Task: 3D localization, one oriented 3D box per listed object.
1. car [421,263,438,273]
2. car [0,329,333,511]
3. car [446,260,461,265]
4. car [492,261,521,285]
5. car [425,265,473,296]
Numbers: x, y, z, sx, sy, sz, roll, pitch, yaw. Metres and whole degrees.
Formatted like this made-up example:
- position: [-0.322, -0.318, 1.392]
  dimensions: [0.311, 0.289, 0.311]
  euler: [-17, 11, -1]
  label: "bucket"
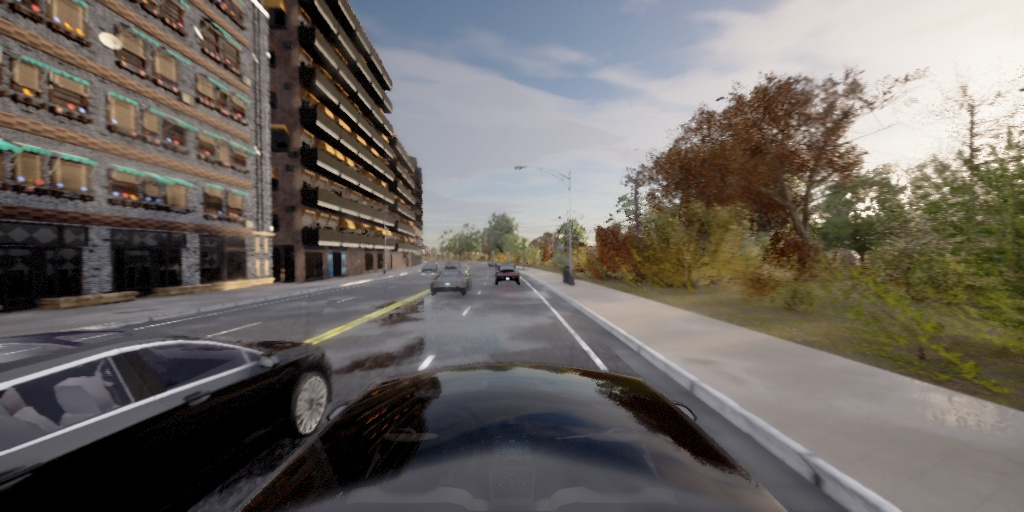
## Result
- position: [-11.552, 1.665, 50.898]
  dimensions: [2.033, 1.411, 5.357]
  euler: [-1, 0, -4]
  label: "car"
- position: [-3.175, 1.296, 2.595]
  dimensions: [2.128, 1.511, 4.902]
  euler: [-1, 0, 0]
  label: "car"
- position: [-8.345, 1.418, 51.305]
  dimensions: [2.097, 1.767, 4.553]
  euler: [-1, 0, -4]
  label: "car"
- position: [-0.396, 1.361, 27.819]
  dimensions: [1.837, 1.490, 4.892]
  euler: [-1, 0, -2]
  label: "car"
- position: [-3.422, 1.443, 20.768]
  dimensions: [1.994, 1.385, 4.181]
  euler: [-1, 0, -1]
  label: "car"
